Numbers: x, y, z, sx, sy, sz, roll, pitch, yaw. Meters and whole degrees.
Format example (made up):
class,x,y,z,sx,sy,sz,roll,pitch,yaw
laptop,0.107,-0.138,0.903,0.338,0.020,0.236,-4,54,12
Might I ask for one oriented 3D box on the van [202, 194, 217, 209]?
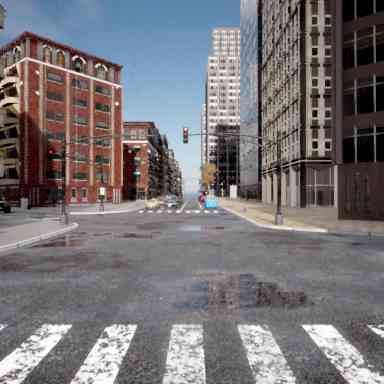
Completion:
class,x,y,z,sx,sy,sz,roll,pitch,yaw
van,2.579,1.386,45.757,1.690,1.788,3.998,0,0,0

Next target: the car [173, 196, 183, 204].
class,x,y,z,sx,sy,sz,roll,pitch,yaw
car,-2.760,1.621,66.402,1.812,1.442,4.674,0,0,1

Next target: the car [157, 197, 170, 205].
class,x,y,z,sx,sy,sz,roll,pitch,yaw
car,-5.298,1.651,62.416,1.947,1.339,4.313,0,0,0

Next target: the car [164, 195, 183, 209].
class,x,y,z,sx,sy,sz,roll,pitch,yaw
car,-2.802,1.537,45.948,2.128,1.511,4.902,0,0,2

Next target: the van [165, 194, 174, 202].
class,x,y,z,sx,sy,sz,roll,pitch,yaw
van,-5.294,1.474,79.072,1.690,1.788,3.998,0,0,0

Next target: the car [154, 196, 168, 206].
class,x,y,z,sx,sy,sz,roll,pitch,yaw
car,-5.299,1.510,56.864,1.967,1.590,4.097,0,0,0

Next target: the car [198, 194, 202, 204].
class,x,y,z,sx,sy,sz,roll,pitch,yaw
car,2.583,1.645,67.966,1.887,1.381,4.507,0,0,0

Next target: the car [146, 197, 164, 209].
class,x,y,z,sx,sy,sz,roll,pitch,yaw
car,-5.301,1.570,45.589,1.752,1.417,4.829,0,0,0

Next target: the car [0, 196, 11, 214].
class,x,y,z,sx,sy,sz,roll,pitch,yaw
car,-22.568,1.425,37.647,5.566,2.045,2.150,-1,-1,41
